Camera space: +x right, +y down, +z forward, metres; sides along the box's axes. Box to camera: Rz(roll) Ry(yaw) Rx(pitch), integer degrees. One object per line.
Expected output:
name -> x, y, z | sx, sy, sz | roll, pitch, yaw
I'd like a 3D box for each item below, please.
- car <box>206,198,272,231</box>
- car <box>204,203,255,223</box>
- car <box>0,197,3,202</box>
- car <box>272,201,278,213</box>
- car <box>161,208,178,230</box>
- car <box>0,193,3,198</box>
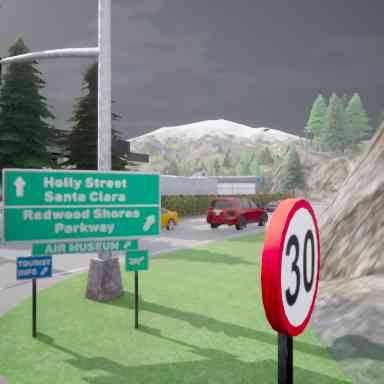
car -> 3.143, 1.413, 22.498 | 2.150, 2.045, 5.566 | 0, 0, 36
car -> 3.364, 1.739, 29.092 | 2.033, 1.411, 5.357 | 0, 0, 36
car -> -12.363, 1.505, 26.047 | 1.905, 1.878, 3.866 | 0, 0, 35
car -> 9.650, 1.739, 37.708 | 2.033, 1.411, 5.357 | 0, 0, 36
car -> -2.906, 1.669, 20.472 | 1.882, 1.535, 5.008 | 0, 0, 36
car -> -38.568, 1.489, 69.987 | 4.514, 1.523, 2.007 | 0, 0, 35
